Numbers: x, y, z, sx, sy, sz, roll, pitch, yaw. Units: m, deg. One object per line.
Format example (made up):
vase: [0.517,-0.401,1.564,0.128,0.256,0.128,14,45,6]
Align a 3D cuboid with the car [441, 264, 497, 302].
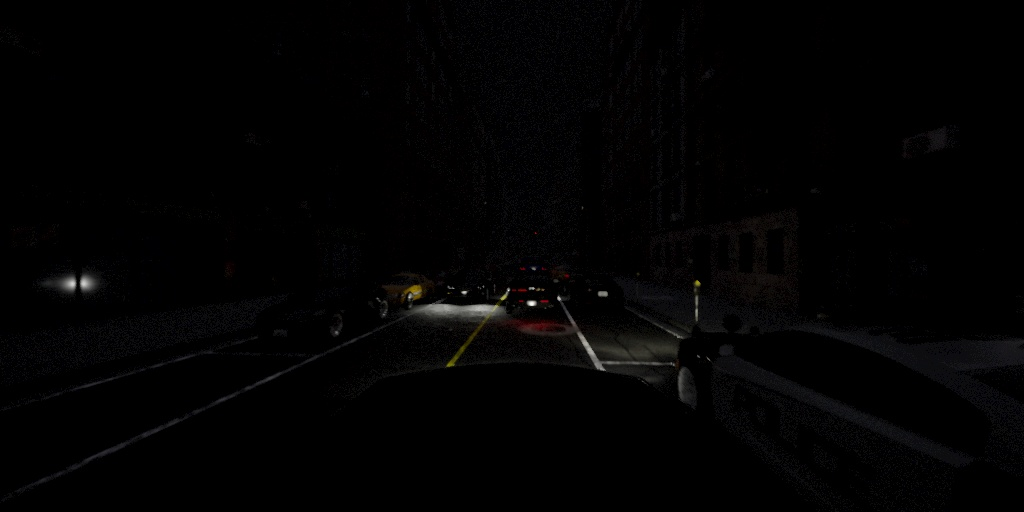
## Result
car: [-1.913,1.341,17.912,1.837,1.490,4.892,0,0,4]

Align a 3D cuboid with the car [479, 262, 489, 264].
car: [-3.591,1.454,31.660,2.007,1.370,4.403,0,0,4]

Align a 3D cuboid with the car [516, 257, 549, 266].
car: [1.751,1.130,29.092,2.150,2.045,5.566,0,-2,4]

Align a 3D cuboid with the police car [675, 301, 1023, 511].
police car: [3.010,1.198,2.931,1.930,1.638,5.238,0,0,4]

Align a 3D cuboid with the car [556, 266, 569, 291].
car: [3.735,1.447,20.340,1.948,1.339,4.313,0,0,4]

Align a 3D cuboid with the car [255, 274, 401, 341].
car: [-4.957,1.339,10.052,1.948,1.339,4.313,0,0,4]

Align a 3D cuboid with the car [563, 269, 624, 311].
car: [3.393,1.413,14.938,1.948,1.339,4.313,0,0,4]

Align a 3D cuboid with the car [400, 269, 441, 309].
car: [-4.626,1.332,15.284,1.751,1.417,4.829,0,0,4]

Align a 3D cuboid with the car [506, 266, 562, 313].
car: [0.819,1.336,14.423,1.837,1.490,4.892,0,0,4]

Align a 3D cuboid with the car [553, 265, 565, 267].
car: [4.428,1.469,31.314,1.751,1.417,4.829,0,0,4]

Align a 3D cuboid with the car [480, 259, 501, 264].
car: [-2.908,1.280,42.463,2.192,1.841,5.009,0,0,4]
